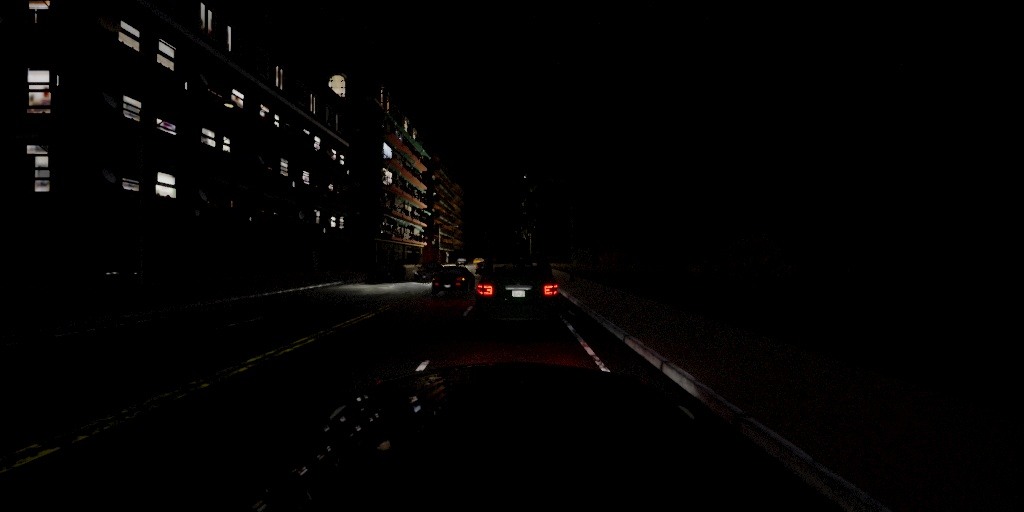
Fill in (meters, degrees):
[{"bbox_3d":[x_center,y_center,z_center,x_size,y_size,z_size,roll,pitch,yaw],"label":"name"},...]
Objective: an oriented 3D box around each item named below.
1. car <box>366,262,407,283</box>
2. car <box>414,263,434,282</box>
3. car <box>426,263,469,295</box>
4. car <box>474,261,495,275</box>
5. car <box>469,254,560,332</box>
[{"bbox_3d":[-9.820,1.231,28.341,1.882,1.535,5.008,0,0,0],"label":"car"},{"bbox_3d":[-6.555,1.280,29.106,1.812,1.442,4.674,0,0,0],"label":"car"},{"bbox_3d":[-3.130,1.279,19.694,1.812,1.442,4.674,0,0,0],"label":"car"},{"bbox_3d":[-3.105,1.302,41.090,2.033,1.411,5.357,0,0,0],"label":"car"},{"bbox_3d":[0.115,0.973,11.040,2.150,2.045,5.566,0,0,-1],"label":"car"}]
